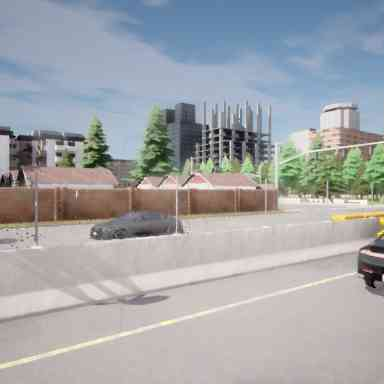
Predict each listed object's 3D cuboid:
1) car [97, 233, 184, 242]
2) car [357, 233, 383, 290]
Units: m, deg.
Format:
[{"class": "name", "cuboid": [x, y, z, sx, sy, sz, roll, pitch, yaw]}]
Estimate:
[{"class": "car", "cuboid": [-2.444, 1.564, 15.137, 4.181, 1.385, 1.994, 0, 0, -35]}, {"class": "car", "cuboid": [5.846, 1.491, 7.902, 4.902, 1.511, 2.128, 0, 0, -36]}]
